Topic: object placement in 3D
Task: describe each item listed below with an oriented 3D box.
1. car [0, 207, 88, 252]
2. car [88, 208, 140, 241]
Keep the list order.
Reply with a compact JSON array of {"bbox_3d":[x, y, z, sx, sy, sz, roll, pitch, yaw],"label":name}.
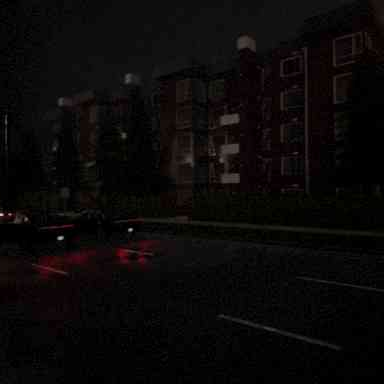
[{"bbox_3d":[-6.981,1.594,14.445,4.902,1.511,2.128,-1,0,39],"label":"car"},{"bbox_3d":[-4.767,1.580,17.156,4.902,1.511,2.128,-1,0,39],"label":"car"}]
